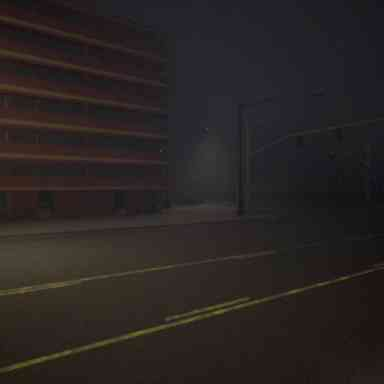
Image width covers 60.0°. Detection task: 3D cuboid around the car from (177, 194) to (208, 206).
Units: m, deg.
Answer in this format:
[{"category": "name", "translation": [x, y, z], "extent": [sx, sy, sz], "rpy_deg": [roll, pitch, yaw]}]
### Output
[{"category": "car", "translation": [-0.336, 1.442, 52.762], "extent": [2.033, 1.411, 5.357], "rpy_deg": [-1, 1, -37]}]

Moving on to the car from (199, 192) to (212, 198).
[{"category": "car", "translation": [3.808, 0.853, 87.056], "extent": [4.611, 1.667, 2.242], "rpy_deg": [-1, 1, -35]}]

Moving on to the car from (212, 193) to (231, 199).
[{"category": "car", "translation": [7.793, 1.011, 82.849], "extent": [3.806, 1.475, 1.970], "rpy_deg": [-1, 1, -35]}]
